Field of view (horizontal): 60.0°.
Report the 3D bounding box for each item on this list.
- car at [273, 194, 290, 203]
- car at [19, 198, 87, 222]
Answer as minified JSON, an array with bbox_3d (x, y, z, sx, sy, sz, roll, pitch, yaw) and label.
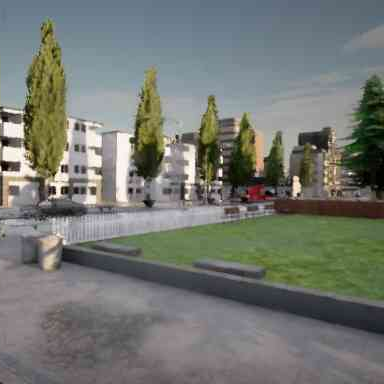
[{"bbox_3d":[15.902,1.178,58.856,1.837,1.490,4.892,1,1,36],"label":"car"},{"bbox_3d":[-9.601,1.188,23.340,1.812,1.442,4.674,1,1,35],"label":"car"}]
